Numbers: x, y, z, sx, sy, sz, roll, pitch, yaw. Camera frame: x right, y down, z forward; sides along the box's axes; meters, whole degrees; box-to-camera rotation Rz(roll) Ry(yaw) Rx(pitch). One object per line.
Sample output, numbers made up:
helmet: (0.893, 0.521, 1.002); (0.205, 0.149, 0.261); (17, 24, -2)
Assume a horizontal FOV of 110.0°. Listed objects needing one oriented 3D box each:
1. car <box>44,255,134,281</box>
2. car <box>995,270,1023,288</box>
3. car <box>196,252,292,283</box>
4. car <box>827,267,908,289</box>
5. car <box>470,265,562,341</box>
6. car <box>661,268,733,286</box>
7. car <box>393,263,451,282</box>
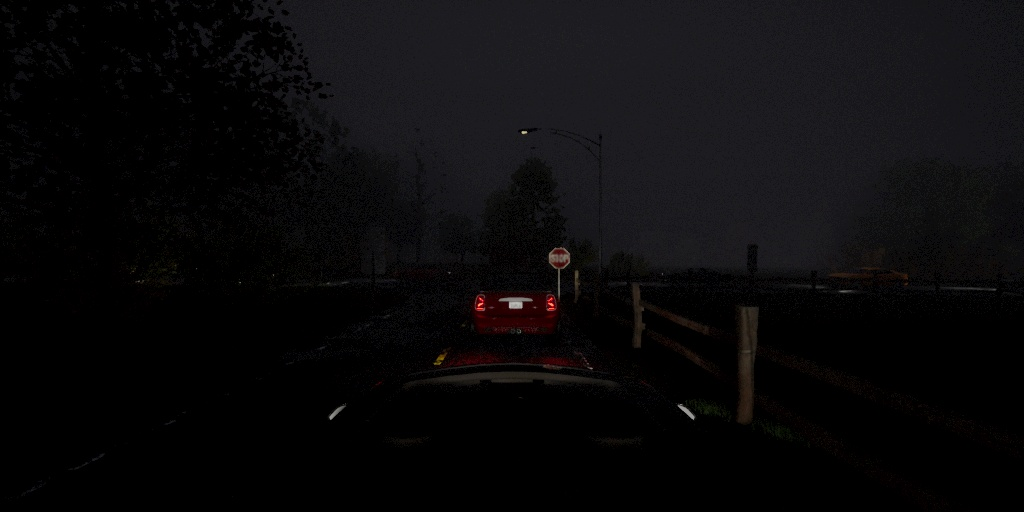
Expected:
car: (-27.973, 0.753, 23.957); (4.553, 1.767, 2.097); (1, 1, 0)
car: (39.804, 1.803, 27.111); (4.902, 1.511, 2.128); (1, 1, 0)
car: (-17.888, 0.761, 24.015); (5.566, 2.045, 2.150); (1, 1, 0)
car: (26.779, 1.603, 27.119); (5.008, 1.535, 1.882); (1, 1, 0)
car: (0.079, 1.101, 10.011); (2.097, 1.767, 4.553); (0, 0, 0)
car: (13.821, 1.541, 27.106); (4.718, 1.301, 1.895); (1, 1, 0)
car: (-6.721, 1.213, 27.042); (4.181, 1.385, 1.994); (1, 1, 0)
